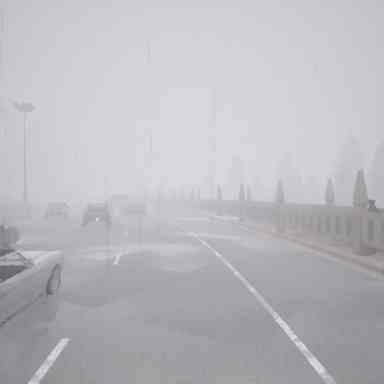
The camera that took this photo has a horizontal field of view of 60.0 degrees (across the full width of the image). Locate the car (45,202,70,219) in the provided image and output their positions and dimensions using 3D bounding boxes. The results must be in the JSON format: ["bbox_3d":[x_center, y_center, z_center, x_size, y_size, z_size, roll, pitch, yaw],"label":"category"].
[{"bbox_3d":[-12.228,1.600,30.214,2.033,1.411,5.357,0,0,-19],"label":"car"}]

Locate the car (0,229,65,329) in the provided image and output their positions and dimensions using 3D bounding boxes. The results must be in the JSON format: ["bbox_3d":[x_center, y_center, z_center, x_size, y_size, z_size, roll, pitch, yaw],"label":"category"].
[{"bbox_3d":[-3.767,1.603,5.676,1.895,1.301,4.718,0,0,-4],"label":"car"}]

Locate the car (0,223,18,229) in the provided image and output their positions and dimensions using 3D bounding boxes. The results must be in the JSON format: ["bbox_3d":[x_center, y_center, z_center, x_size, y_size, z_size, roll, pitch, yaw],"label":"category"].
[{"bbox_3d":[-7.858,1.558,11.578,2.033,1.411,5.357,0,0,-7],"label":"car"}]

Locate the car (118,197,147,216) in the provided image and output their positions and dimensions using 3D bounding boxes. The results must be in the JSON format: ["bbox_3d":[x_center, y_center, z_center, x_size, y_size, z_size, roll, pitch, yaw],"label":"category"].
[{"bbox_3d":[-5.743,1.514,32.708,1.882,1.535,5.008,0,0,-18],"label":"car"}]

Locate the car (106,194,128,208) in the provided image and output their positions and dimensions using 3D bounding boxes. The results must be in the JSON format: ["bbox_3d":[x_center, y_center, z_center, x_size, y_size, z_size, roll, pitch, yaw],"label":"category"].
[{"bbox_3d":[-9.548,1.284,42.464,2.150,2.045,5.566,0,0,-25],"label":"car"}]

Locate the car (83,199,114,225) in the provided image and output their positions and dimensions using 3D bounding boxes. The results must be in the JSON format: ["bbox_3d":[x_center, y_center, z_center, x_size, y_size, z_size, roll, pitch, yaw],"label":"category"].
[{"bbox_3d":[-6.859,1.531,24.234,1.837,1.490,4.892,0,0,-14],"label":"car"}]

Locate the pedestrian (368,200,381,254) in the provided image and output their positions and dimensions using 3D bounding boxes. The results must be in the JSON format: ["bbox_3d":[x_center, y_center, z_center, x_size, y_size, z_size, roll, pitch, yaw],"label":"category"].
[{"bbox_3d":[6.038,1.138,11.173,0.375,1.860,0.375,-1,1,-7],"label":"pedestrian"}]
